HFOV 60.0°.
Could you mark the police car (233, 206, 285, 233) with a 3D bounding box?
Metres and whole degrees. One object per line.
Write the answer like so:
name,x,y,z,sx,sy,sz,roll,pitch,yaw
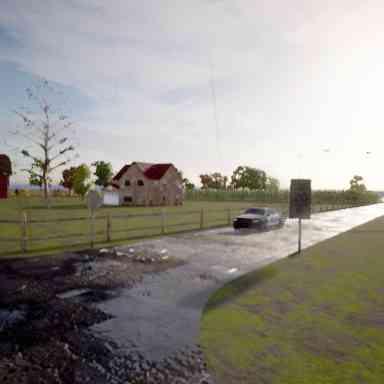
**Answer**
police car,4.417,1.713,21.894,2.038,1.542,4.974,1,0,35
